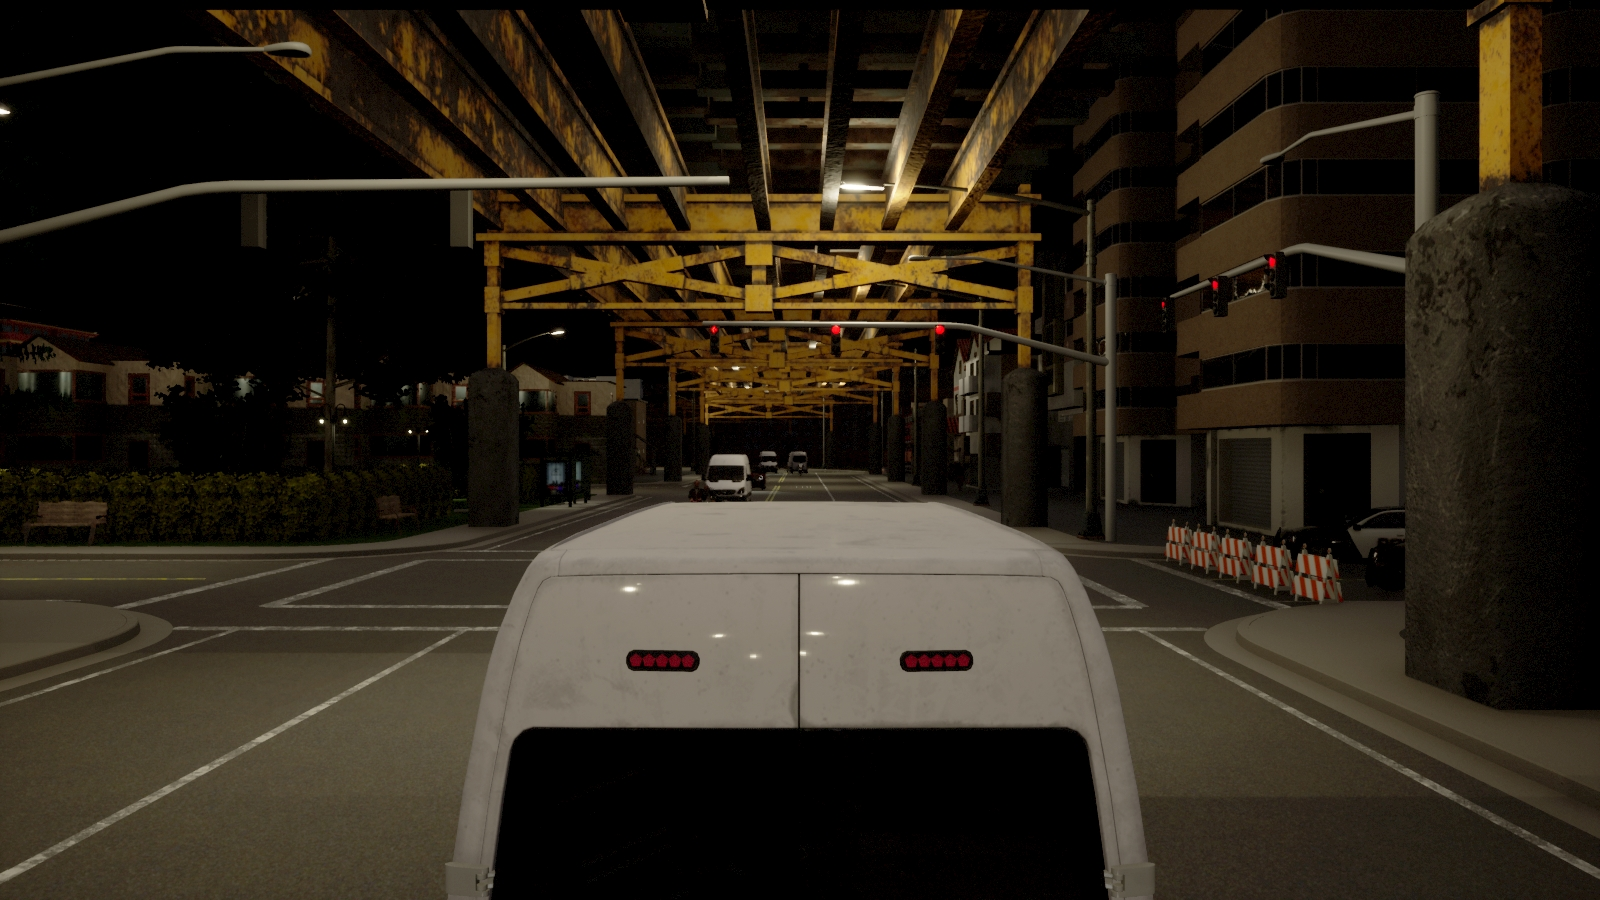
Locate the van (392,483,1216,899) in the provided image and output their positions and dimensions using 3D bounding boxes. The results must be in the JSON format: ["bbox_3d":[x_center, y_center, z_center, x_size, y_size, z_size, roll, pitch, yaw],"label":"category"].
[{"bbox_3d":[0.015,1.531,5.717,1.988,2.561,5.915,0,0,0],"label":"van"}]

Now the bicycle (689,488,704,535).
[{"bbox_3d":[-3.464,2.031,38.221,0.329,1.496,1.835,0,0,0],"label":"bicycle"}]
